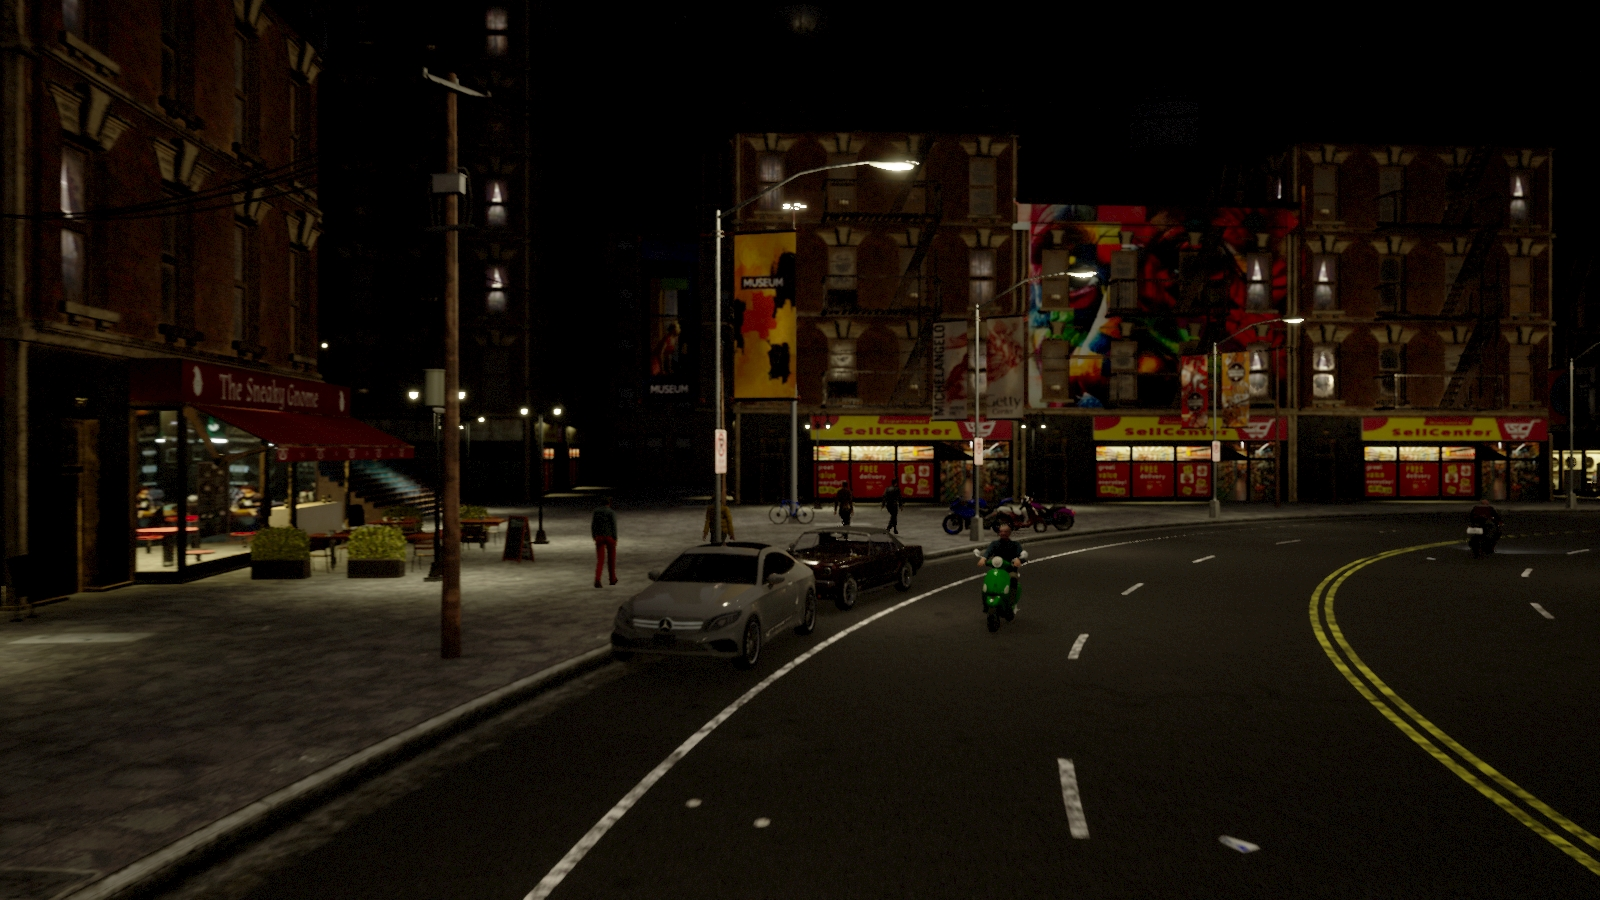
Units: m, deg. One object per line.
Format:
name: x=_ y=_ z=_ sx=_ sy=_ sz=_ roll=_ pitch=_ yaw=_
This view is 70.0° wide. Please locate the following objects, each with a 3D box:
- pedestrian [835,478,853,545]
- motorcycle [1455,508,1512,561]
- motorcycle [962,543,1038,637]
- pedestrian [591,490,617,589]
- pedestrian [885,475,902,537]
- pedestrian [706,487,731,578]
pedestrian: x=1.232 y=1.708 z=31.978 sx=0.375 sy=1.860 sz=0.375 roll=0 pitch=0 yaw=29
motorcycle: x=18.219 y=2.228 z=30.420 sx=0.867 sy=1.251 sz=2.209 roll=1 pitch=1 yaw=42
motorcycle: x=3.204 y=2.190 z=18.183 sx=0.856 sy=1.236 sz=1.805 roll=1 pitch=0 yaw=21
pedestrian: x=-3.739 y=1.699 z=21.772 sx=0.375 sy=1.860 sz=0.375 roll=0 pitch=0 yaw=14
pedestrian: x=2.877 y=1.710 z=35.127 sx=0.375 sy=1.860 sz=0.375 roll=0 pitch=0 yaw=33
pedestrian: x=-1.702 y=1.702 z=23.753 sx=0.375 sy=1.860 sz=0.375 roll=0 pitch=0 yaw=28
